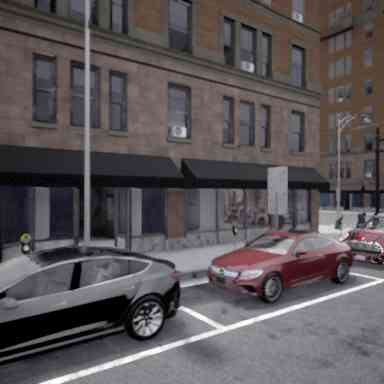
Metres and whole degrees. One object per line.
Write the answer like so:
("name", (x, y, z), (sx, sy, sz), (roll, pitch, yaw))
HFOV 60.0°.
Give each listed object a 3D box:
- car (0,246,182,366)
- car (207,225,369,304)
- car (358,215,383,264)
("car", (-2.171, 1.570, 4.985), (4.313, 1.339, 1.947), (0, 0, -35))
("car", (2.310, 1.613, 8.175), (4.206, 1.307, 1.802), (0, 0, -35))
("car", (6.793, 1.499, 11.365), (4.097, 1.590, 1.967), (0, 0, -35))
